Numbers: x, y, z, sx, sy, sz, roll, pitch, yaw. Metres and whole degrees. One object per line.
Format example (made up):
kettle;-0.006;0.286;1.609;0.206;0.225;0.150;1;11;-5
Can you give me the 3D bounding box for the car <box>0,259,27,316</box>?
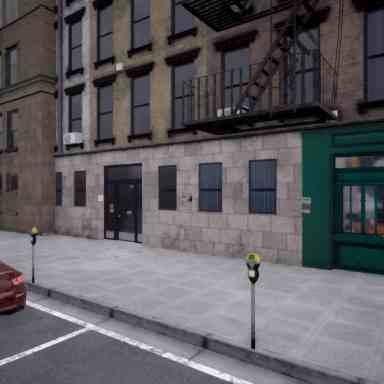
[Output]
car;-4.712;1.582;6.206;4.206;1.307;1.802;0;0;36
